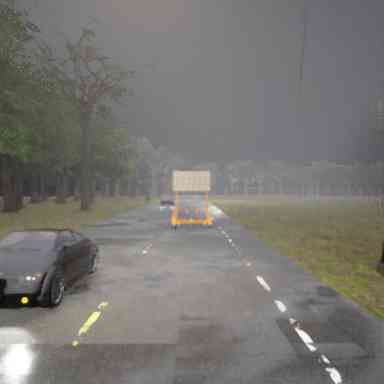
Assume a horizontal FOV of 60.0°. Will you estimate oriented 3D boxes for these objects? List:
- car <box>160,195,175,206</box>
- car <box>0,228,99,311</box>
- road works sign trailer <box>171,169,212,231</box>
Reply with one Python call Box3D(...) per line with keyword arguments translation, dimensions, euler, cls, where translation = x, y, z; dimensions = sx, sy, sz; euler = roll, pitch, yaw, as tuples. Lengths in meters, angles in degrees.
Box3D(translation=(-3.597, 1.228, 49.048), dimensions=(1.882, 1.535, 5.008), euler=(0, 0, 0), cls="car")
Box3D(translation=(-3.602, 1.554, 7.726), dimensions=(1.994, 1.385, 4.181), euler=(0, 0, 0), cls="car")
Box3D(translation=(-0.007, 0.414, 19.965), dimensions=(2.380, 3.560, 2.880), euler=(0, 0, 0), cls="road works sign trailer")
